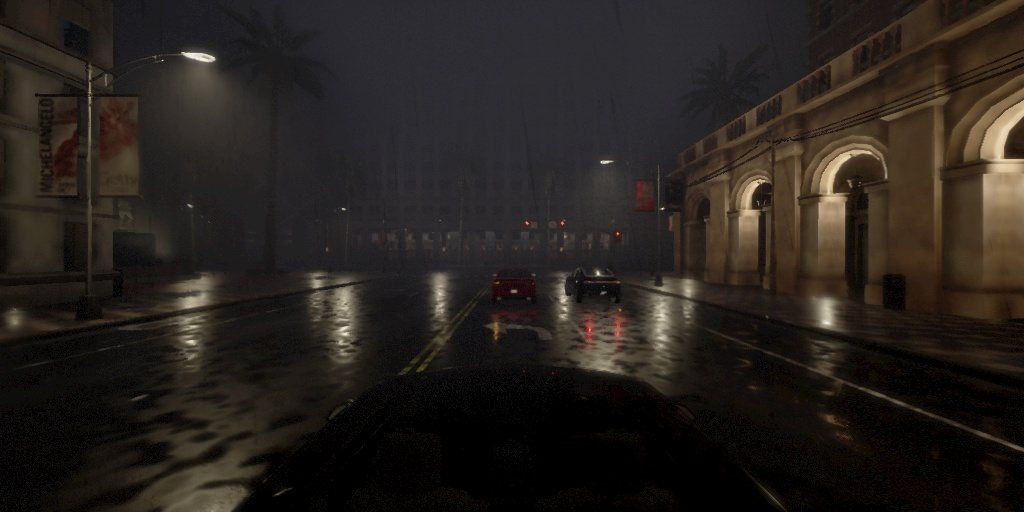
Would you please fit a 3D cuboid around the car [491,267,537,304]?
[{"bbox_3d":[0.096,1.234,16.482,1.882,1.535,5.008,0,0,0],"label":"car"}]

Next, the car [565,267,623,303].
[{"bbox_3d":[3.596,1.244,16.456,2.128,1.511,4.902,0,0,0],"label":"car"}]
